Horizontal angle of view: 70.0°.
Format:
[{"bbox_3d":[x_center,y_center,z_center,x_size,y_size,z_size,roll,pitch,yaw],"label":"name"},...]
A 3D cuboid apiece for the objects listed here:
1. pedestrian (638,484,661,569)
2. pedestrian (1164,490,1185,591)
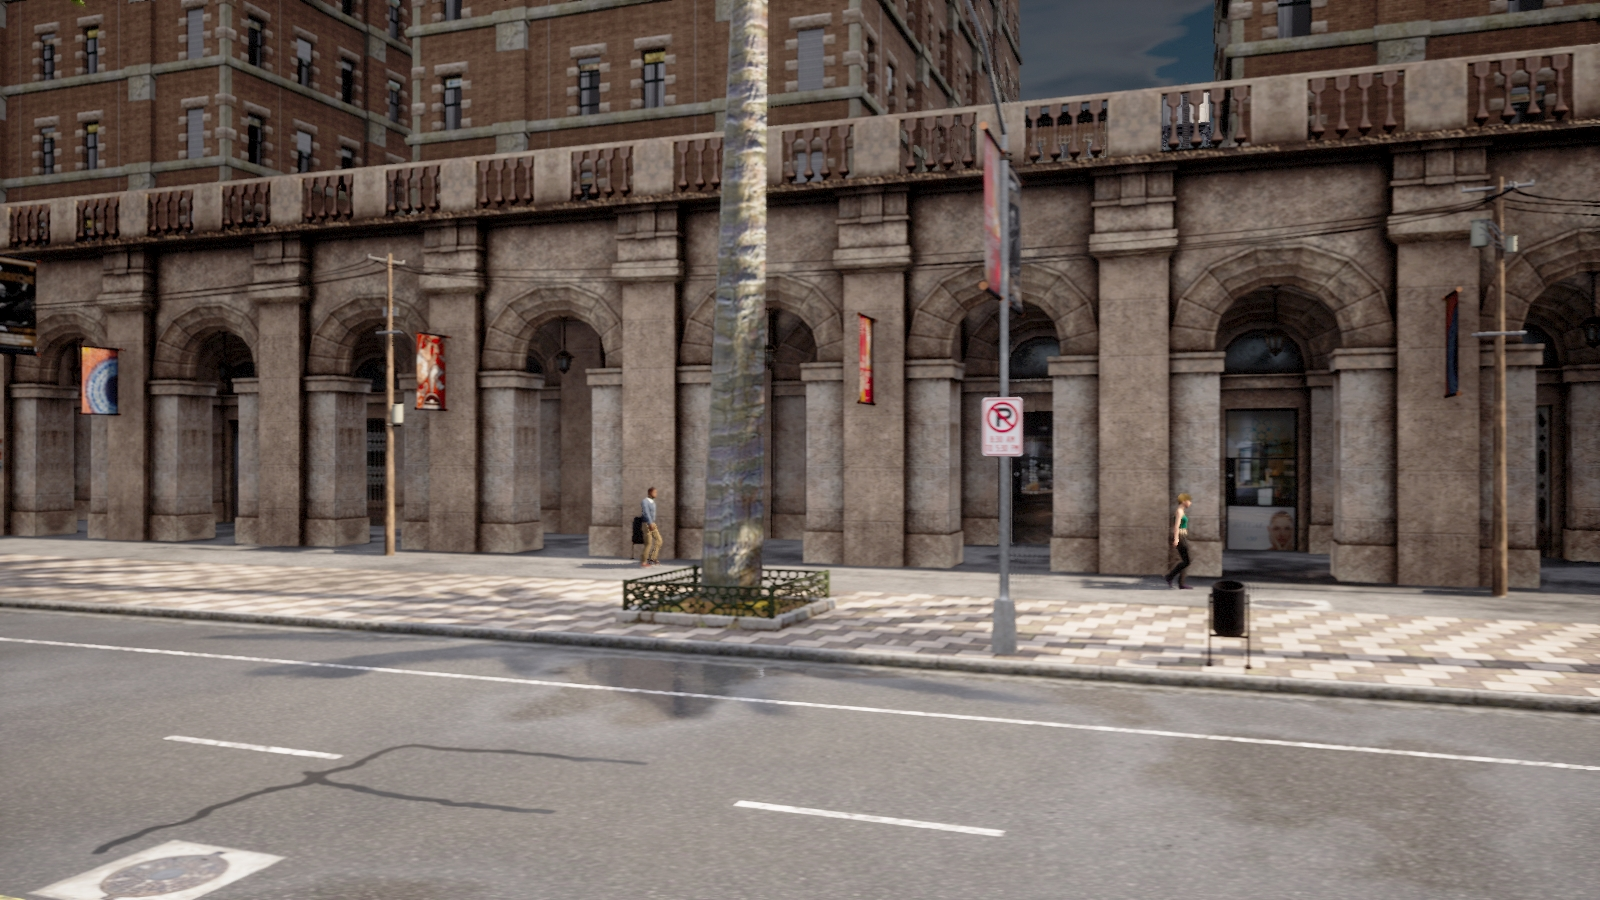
[{"bbox_3d":[-3.335,1.696,25.372,0.375,1.860,0.375,0,0,20],"label":"pedestrian"},{"bbox_3d":[7.072,1.698,21.567,0.375,1.860,0.375,0,0,20],"label":"pedestrian"}]
